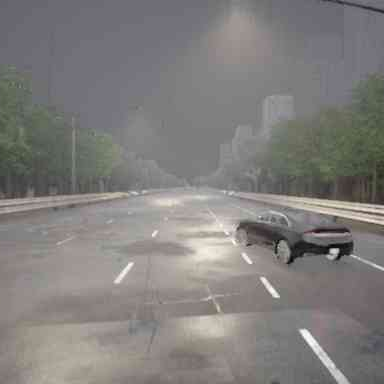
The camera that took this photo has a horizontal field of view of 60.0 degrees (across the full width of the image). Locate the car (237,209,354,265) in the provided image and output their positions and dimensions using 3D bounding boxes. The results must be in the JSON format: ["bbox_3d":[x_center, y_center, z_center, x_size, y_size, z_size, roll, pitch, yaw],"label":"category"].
[{"bbox_3d":[3.120,1.322,11.151,2.128,1.511,4.902,1,1,-16],"label":"car"}]
